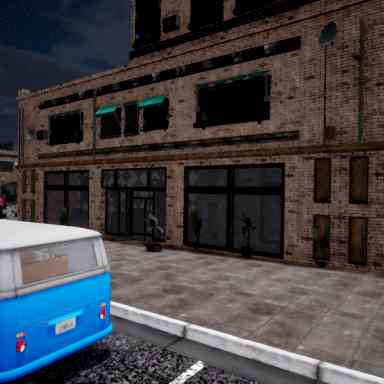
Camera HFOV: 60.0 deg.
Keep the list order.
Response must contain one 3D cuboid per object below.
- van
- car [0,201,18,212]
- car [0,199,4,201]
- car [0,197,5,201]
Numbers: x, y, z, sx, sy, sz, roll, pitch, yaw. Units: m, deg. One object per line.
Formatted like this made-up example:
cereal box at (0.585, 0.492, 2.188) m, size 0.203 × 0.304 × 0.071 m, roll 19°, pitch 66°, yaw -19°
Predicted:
van at (-2.995, 1.340, 4.998) m, size 3.998 × 1.788 × 1.690 m, roll 0°, pitch 1°, yaw 36°
car at (-16.122, 1.793, 31.270) m, size 1.947 × 1.339 × 4.313 m, roll 0°, pitch 0°, yaw 36°
car at (-21.783, 1.684, 33.348) m, size 1.994 × 1.385 × 4.181 m, roll 1°, pitch 0°, yaw 36°
car at (-22.873, 1.411, 36.230) m, size 2.192 × 1.841 × 5.009 m, roll 0°, pitch 0°, yaw 36°
